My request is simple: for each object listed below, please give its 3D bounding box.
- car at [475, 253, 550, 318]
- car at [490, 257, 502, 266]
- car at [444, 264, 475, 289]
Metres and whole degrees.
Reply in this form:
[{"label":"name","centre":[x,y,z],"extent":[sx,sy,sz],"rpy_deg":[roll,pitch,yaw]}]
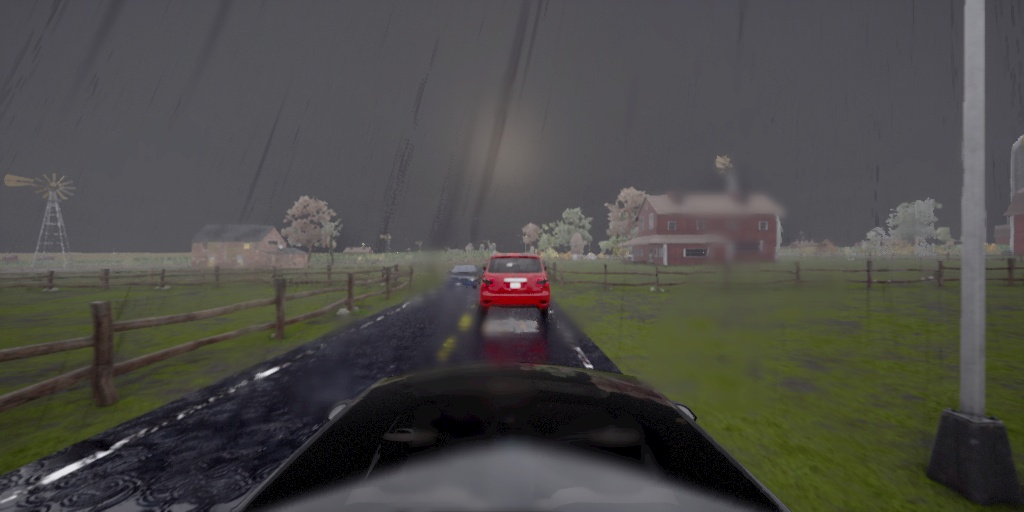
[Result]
[{"label":"car","centre":[0.101,0.917,12.921],"extent":[2.150,2.045,5.566],"rpy_deg":[0,0,0]},{"label":"car","centre":[-2.772,0.994,62.671],"extent":[1.812,1.442,4.674],"rpy_deg":[0,0,1]},{"label":"car","centre":[-2.849,1.198,22.259],"extent":[2.033,1.411,5.357],"rpy_deg":[0,0,0]}]
